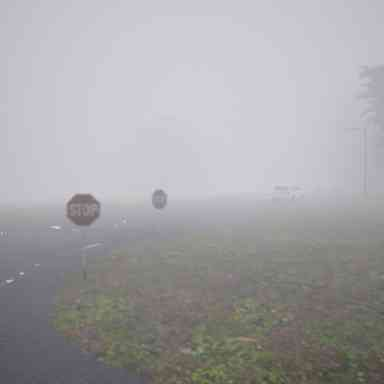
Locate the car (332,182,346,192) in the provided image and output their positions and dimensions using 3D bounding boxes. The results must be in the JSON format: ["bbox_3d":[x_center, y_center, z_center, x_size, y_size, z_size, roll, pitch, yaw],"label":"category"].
[{"bbox_3d":[31.138,-0.822,70.897,1.882,1.535,5.008,1,2,29],"label":"car"}]

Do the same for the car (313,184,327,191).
[{"bbox_3d":[28.952,-1.067,75.463,2.097,1.767,4.553,1,2,36],"label":"car"}]

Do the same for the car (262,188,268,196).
[{"bbox_3d":[12.709,-0.010,52.848,1.812,1.442,4.674,1,3,36],"label":"car"}]

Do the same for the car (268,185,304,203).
[{"bbox_3d":[11.250,0.156,38.823,2.150,2.045,5.566,1,3,36],"label":"car"}]
